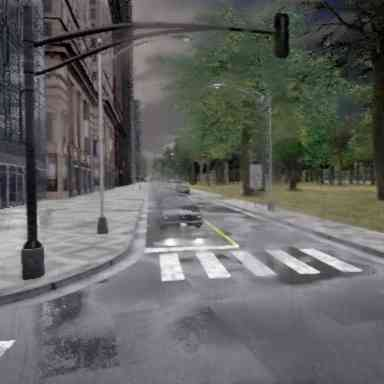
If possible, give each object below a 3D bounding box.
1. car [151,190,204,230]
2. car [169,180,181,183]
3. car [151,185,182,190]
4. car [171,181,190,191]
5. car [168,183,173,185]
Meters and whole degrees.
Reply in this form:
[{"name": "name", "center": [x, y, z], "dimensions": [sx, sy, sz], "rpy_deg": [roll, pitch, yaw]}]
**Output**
[{"name": "car", "center": [-0.870, 0.871, 16.340], "dimensions": [2.033, 1.411, 5.357], "rpy_deg": [-1, 2, -11]}, {"name": "car", "center": [-2.865, -1.040, 56.253], "dimensions": [2.150, 2.045, 5.566], "rpy_deg": [-1, 2, -7]}, {"name": "car", "center": [-2.134, 0.433, 26.385], "dimensions": [1.837, 1.490, 4.892], "rpy_deg": [-1, 2, -7]}, {"name": "car", "center": [-1.438, -0.375, 45.979], "dimensions": [2.128, 1.511, 4.902], "rpy_deg": [-1, 2, -7]}, {"name": "car", "center": [-3.441, 0.030, 36.706], "dimensions": [1.837, 1.490, 4.892], "rpy_deg": [-1, 2, -7]}]
